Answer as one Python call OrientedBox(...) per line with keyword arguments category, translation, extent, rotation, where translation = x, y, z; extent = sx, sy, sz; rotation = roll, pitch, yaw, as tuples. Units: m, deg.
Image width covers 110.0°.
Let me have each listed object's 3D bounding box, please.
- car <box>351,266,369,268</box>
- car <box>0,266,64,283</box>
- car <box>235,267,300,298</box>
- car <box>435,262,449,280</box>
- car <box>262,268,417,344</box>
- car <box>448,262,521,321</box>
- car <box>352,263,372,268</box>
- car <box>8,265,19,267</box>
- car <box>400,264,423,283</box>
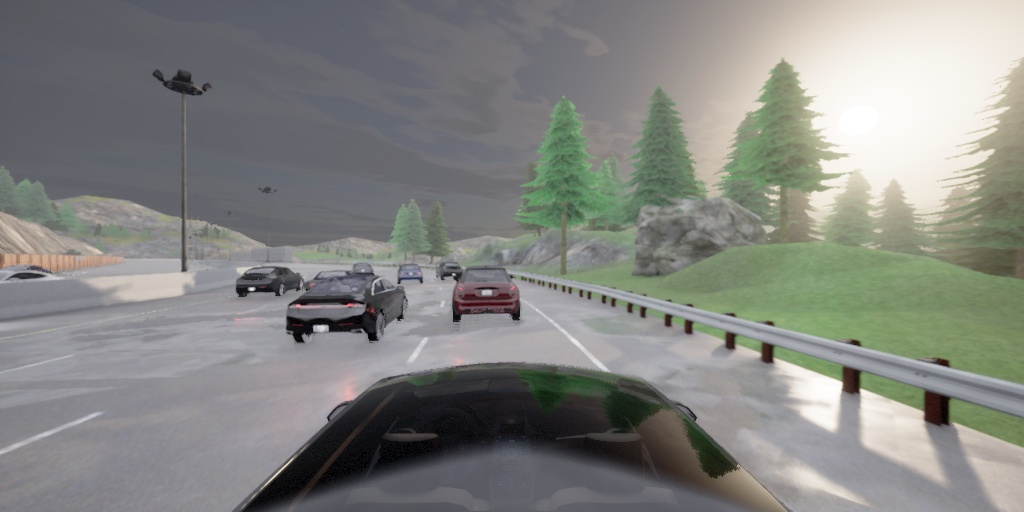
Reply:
OrientedBox(category="car", translation=(-9.098, 1.383, 18.860), extent=(1.895, 1.301, 4.718), rotation=(0, 0, -12))
OrientedBox(category="car", translation=(-23.036, 1.372, 16.200), extent=(1.812, 1.442, 4.674), rotation=(0, 0, -13))
OrientedBox(category="car", translation=(-12.818, 1.303, 19.242), extent=(1.837, 1.490, 4.892), rotation=(0, 0, -13))
OrientedBox(category="car", translation=(-5.485, 1.263, 31.144), extent=(1.837, 1.490, 4.892), rotation=(0, 0, -19))
OrientedBox(category="car", translation=(-4.123, 1.256, 9.684), extent=(2.128, 1.511, 4.902), rotation=(0, 0, -6))
OrientedBox(category="car", translation=(-0.992, 1.100, 12.681), extent=(2.097, 1.767, 4.553), rotation=(0, 0, -7))
OrientedBox(category="car", translation=(-14.920, 1.363, 35.674), extent=(1.994, 1.385, 4.181), rotation=(0, 0, -25))
OrientedBox(category="car", translation=(-26.649, 1.354, 16.315), extent=(2.128, 1.511, 4.902), rotation=(0, 0, -14))
OrientedBox(category="car", translation=(-7.946, 1.319, 27.781), extent=(2.033, 1.411, 5.357), rotation=(0, 0, -18))
